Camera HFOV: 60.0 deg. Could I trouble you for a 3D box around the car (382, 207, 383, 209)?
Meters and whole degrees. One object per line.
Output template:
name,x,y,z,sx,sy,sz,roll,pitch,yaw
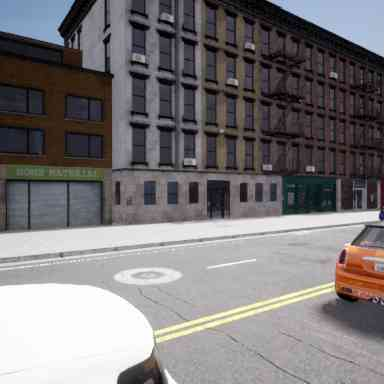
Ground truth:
car,14.620,1.227,21.982,5.566,2.045,2.150,0,0,-35

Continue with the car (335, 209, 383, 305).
car,5.088,1.352,7.034,4.553,1.767,2.097,0,0,-35

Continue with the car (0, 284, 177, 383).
car,-2.694,1.222,1.533,5.566,2.045,2.150,0,0,-36
